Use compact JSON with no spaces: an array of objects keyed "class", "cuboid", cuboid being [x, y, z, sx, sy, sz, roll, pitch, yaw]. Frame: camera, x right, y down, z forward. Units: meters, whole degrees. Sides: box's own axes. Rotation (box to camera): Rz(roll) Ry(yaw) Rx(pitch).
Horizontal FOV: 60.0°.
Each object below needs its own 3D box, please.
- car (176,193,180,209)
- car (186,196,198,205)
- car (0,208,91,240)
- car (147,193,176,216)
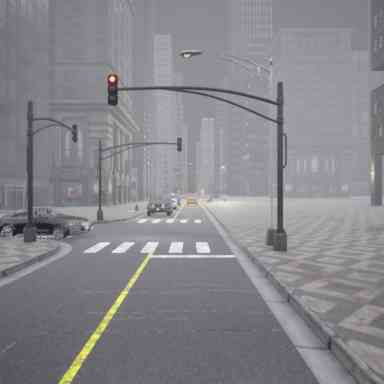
[{"class":"car","cuboid":[-3.088,1.225,43.628,2.150,2.045,5.566,0,0,0]},{"class":"car","cuboid":[0.012,1.489,57.607,1.882,1.535,5.008,0,0,0]},{"class":"car","cuboid":[-7.613,1.574,17.117,4.902,1.511,2.128,-1,0,13]},{"class":"car","cuboid":[-3.088,1.221,32.928,2.150,2.045,5.566,0,0,0]}]
